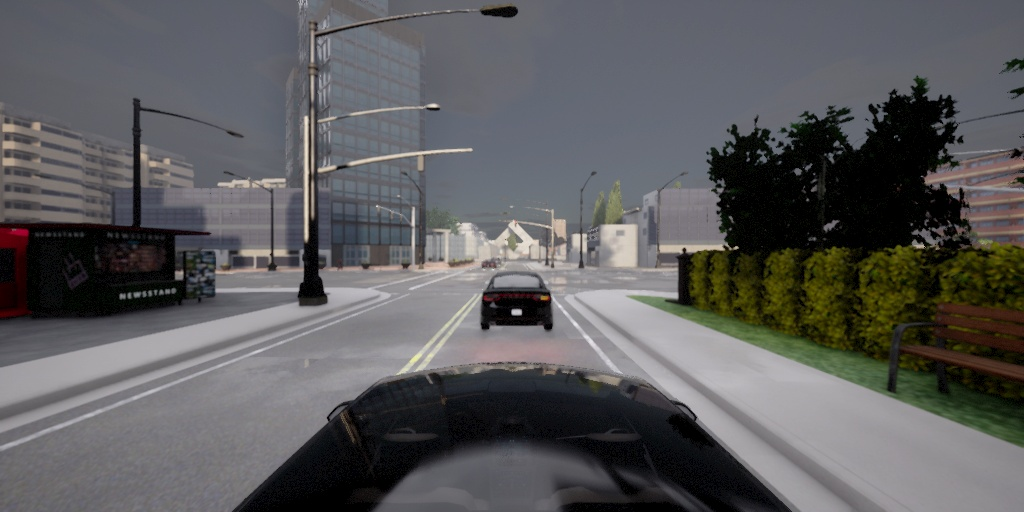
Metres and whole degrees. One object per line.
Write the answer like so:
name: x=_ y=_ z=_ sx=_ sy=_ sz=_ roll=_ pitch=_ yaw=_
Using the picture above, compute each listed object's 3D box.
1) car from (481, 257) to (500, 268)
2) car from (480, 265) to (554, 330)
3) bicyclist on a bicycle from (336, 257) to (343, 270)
car: x=-3.204 y=1.077 z=50.784 sx=1.994 sy=1.385 sz=4.181 roll=0 pitch=0 yaw=1
car: x=0.143 y=1.183 z=10.945 sx=1.882 sy=1.535 sz=5.008 roll=0 pitch=0 yaw=1
bicyclist on a bicycle: x=-21.675 y=1.000 z=45.073 sx=0.582 sy=1.620 sz=1.656 roll=-1 pitch=1 yaw=0
